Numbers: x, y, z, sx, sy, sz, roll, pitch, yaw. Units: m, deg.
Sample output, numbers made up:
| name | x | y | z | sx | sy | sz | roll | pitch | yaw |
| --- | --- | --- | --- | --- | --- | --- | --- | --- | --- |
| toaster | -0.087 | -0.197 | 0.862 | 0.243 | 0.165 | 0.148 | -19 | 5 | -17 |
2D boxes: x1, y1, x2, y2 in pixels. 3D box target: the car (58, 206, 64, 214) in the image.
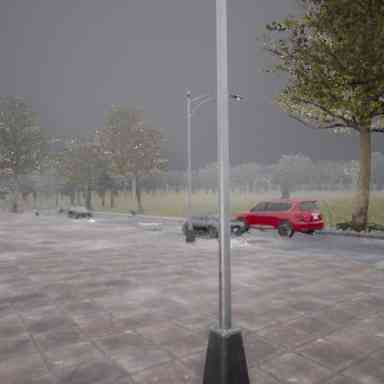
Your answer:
| name | x | y | z | sx | sy | sz | roll | pitch | yaw |
| --- | --- | --- | --- | --- | --- | --- | --- | --- | --- |
| car | -20.989 | 2.965 | 55.824 | 2.033 | 1.411 | 5.357 | -1 | -1 | -36 |

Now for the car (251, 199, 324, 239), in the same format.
| name | x | y | z | sx | sy | sz | roll | pitch | yaw |
| --- | --- | --- | --- | --- | --- | --- | --- | --- | --- |
| car | 4.897 | 1.476 | 19.530 | 2.150 | 2.045 | 5.566 | -1 | -1 | -36 |

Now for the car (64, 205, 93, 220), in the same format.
| name | x | y | z | sx | sy | sz | roll | pitch | yaw |
| --- | --- | --- | --- | --- | --- | --- | --- | --- | --- |
| car | -13.699 | 2.475 | 40.609 | 1.882 | 1.535 | 5.008 | -1 | -1 | -35 |

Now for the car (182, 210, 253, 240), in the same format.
| name | x | y | z | sx | sy | sz | roll | pitch | yaw |
| --- | --- | --- | --- | --- | --- | --- | --- | --- | --- |
| car | 1.201 | 1.923 | 19.641 | 1.994 | 1.385 | 4.181 | -1 | -1 | -36 |
